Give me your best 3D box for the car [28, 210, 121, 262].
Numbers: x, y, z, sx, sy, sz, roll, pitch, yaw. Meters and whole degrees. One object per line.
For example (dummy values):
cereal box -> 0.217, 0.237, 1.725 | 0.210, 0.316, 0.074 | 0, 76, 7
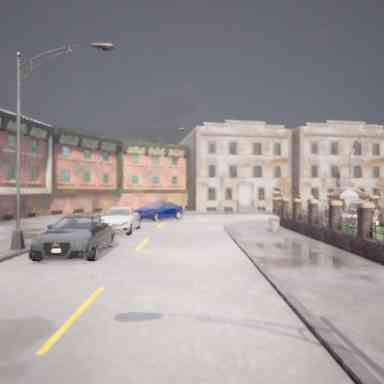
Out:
car -> -4.116, 1.574, 12.034 | 1.994, 1.385, 4.181 | 0, 0, -1

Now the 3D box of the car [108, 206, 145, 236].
car -> -4.043, 1.548, 18.841 | 1.812, 1.442, 4.674 | 0, 0, 0

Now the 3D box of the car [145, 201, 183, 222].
car -> -2.653, 1.514, 27.122 | 1.882, 1.535, 5.008 | 0, 0, 32
